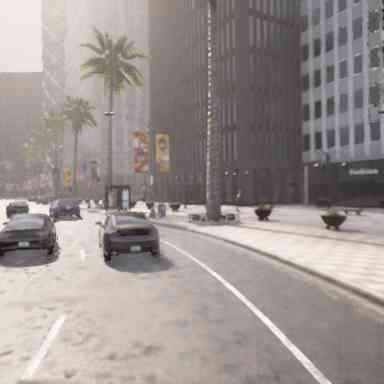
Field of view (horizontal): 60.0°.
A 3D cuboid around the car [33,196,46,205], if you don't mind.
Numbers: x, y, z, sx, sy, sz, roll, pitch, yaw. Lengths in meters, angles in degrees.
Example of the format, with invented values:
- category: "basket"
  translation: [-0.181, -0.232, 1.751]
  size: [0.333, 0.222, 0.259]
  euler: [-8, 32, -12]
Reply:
- category: "car"
  translation: [-31.110, 1.607, 69.192]
  size: [2.185, 1.767, 4.553]
  euler: [-1, 0, -31]

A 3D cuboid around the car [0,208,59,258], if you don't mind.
- category: "car"
  translation: [-6.435, 1.581, 13.240]
  size: [1.812, 1.442, 4.674]
  euler: [-1, 0, -21]

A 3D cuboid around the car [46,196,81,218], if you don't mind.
- category: "car"
  translation: [-11.644, 1.430, 30.325]
  size: [2.097, 1.767, 4.553]
  euler: [-1, 0, -30]

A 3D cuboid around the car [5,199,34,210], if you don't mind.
- category: "car"
  translation: [-17.075, 1.662, 32.697]
  size: [1.837, 1.490, 4.892]
  euler: [-1, 0, -30]

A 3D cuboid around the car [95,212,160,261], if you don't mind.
- category: "car"
  translation: [-2.480, 1.499, 12.516]
  size: [1.837, 1.490, 4.892]
  euler: [0, 0, -18]

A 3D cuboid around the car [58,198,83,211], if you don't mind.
- category: "car"
  translation: [-16.158, 1.583, 43.906]
  size: [2.231, 1.521, 4.892]
  euler: [-1, 0, -31]
